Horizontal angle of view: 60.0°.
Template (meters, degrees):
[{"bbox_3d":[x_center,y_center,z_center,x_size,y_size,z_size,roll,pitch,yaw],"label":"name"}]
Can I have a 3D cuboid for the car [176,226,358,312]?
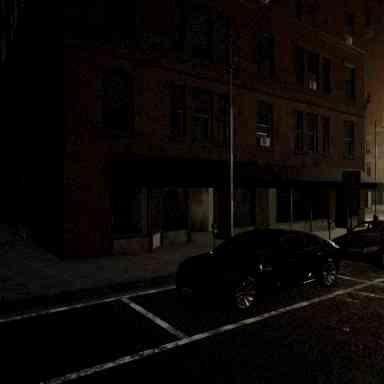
[{"bbox_3d":[1.683,1.566,7.714,4.313,1.339,1.947,0,0,-35],"label":"car"}]

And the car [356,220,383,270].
[{"bbox_3d":[6.173,1.582,10.894,4.206,1.307,1.802,0,0,-35],"label":"car"}]
